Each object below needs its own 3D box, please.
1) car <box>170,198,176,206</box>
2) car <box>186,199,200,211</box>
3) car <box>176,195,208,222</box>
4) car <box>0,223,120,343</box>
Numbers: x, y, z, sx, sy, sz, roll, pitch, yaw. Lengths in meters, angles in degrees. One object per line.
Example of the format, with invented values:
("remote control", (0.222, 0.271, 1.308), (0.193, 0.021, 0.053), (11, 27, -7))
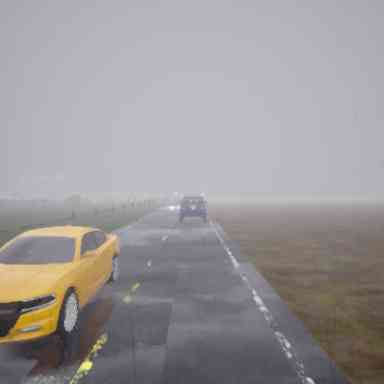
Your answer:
("car", (-2.721, 1.784, 58.009), (1.895, 1.301, 4.718), (0, 0, 1))
("car", (0.140, 1.659, 44.724), (1.812, 1.442, 4.674), (0, 0, 0))
("car", (0.100, 1.295, 27.384), (2.150, 2.045, 5.566), (0, 0, 0))
("car", (-2.839, 1.492, 6.891), (1.882, 1.535, 5.008), (0, 0, 0))
